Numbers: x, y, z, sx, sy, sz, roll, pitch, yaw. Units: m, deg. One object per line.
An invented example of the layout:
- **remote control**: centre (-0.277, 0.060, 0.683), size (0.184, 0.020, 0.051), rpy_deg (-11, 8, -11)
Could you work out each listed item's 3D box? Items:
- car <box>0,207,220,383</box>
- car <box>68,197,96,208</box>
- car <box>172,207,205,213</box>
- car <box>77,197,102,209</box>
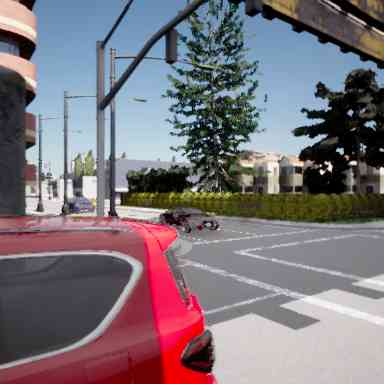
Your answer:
- **car**: centre (-2.460, 1.222, 1.731), size (5.566, 2.045, 2.150), rpy_deg (0, 0, -30)
- **car**: centre (-12.201, 1.352, 36.263), size (2.097, 1.767, 4.553), rpy_deg (0, 0, -35)
- **car**: centre (-0.272, 1.563, 19.314), size (1.994, 1.385, 4.181), rpy_deg (0, 0, -35)
- **car**: centre (-14.059, 1.476, 45.331), size (1.882, 1.535, 5.008), rpy_deg (0, 0, -34)
